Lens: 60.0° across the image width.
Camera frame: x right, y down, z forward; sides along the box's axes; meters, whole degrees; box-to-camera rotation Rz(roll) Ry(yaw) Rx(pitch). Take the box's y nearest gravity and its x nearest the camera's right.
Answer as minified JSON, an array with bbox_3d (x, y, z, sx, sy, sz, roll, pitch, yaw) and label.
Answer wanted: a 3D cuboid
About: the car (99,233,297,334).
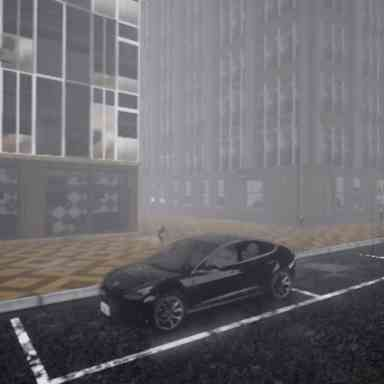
[{"bbox_3d":[0.338,1.565,6.793,4.313,1.339,1.947,0,0,-35],"label":"car"}]
